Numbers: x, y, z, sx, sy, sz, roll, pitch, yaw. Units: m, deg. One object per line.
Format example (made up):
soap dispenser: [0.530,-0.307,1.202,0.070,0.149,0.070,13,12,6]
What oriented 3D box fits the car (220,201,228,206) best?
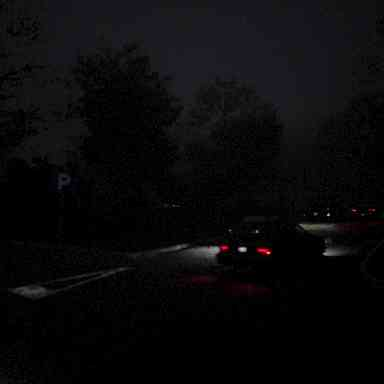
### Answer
car: [3.934,1.905,57.003,4.718,1.301,1.895,-2,-1,35]

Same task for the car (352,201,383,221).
car: [14.325,1.493,27.180,1.812,1.442,4.674,-3,-1,36]

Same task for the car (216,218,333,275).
car: [2.864,1.735,11.113,2.033,1.411,5.357,-2,-4,37]

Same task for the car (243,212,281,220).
car: [3.612,1.846,17.720,1.812,1.442,4.674,-3,-1,35]

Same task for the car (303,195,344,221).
car: [11.315,1.336,28.372,2.150,2.045,5.566,-3,-1,36]
